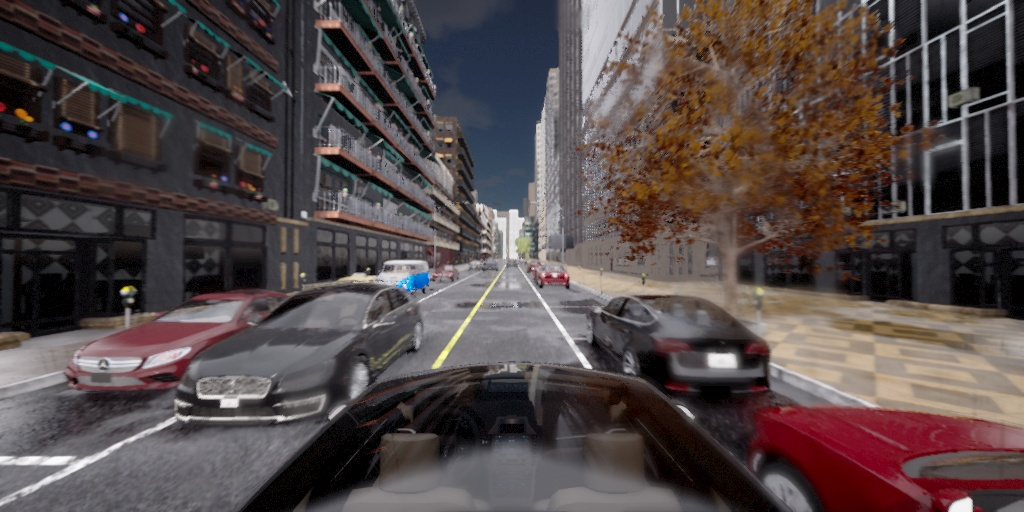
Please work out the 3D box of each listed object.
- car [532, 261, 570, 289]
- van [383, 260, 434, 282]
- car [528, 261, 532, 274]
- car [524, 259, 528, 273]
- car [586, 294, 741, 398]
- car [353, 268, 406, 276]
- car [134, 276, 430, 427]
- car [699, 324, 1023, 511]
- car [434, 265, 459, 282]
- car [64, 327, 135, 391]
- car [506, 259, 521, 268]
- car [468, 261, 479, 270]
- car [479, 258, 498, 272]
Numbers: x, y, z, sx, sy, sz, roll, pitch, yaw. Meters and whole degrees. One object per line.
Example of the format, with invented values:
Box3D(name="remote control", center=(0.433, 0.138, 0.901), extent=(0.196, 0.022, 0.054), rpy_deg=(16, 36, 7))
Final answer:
Box3D(name="car", center=(2.560, 1.213, 23.422), extent=(1.967, 1.591, 4.097), rpy_deg=(0, 0, 0))
Box3D(name="van", center=(-5.320, 1.109, 18.020), extent=(1.690, 1.789, 3.998), rpy_deg=(0, 0, 0))
Box3D(name="car", center=(2.559, 1.324, 29.075), extent=(1.888, 1.381, 4.507), rpy_deg=(0, 0, 0))
Box3D(name="car", center=(2.740, 1.319, 42.880), extent=(1.812, 1.442, 4.674), rpy_deg=(0, 0, 0))
Box3D(name="car", center=(2.564, 1.321, 6.464), extent=(1.948, 1.339, 4.313), rpy_deg=(0, 0, 0))
Box3D(name="car", center=(-5.318, 1.287, 12.203), extent=(1.751, 1.417, 4.829), rpy_deg=(0, 0, 0))
Box3D(name="car", center=(-2.853, 1.262, 6.055), extent=(1.837, 1.490, 4.892), rpy_deg=(0, -1, 0))
Box3D(name="car", center=(2.565, 1.294, 0.811), extent=(1.888, 1.381, 4.507), rpy_deg=(0, 0, 0))
Box3D(name="car", center=(-5.322, 1.361, 29.313), extent=(1.802, 1.307, 4.207), rpy_deg=(0, 0, 0))
Box3D(name="car", center=(-5.317, 1.338, 6.727), extent=(1.802, 1.307, 4.207), rpy_deg=(0, 0, 0))
Box3D(name="car", center=(0.013, 1.302, 61.219), extent=(2.128, 1.511, 4.902), rpy_deg=(0, 0, 1))
Box3D(name="car", center=(-5.327, 1.353, 51.899), extent=(2.007, 1.370, 4.403), rpy_deg=(0, 0, 0))
Box3D(name="car", center=(-2.840, 1.362, 47.587), extent=(1.994, 1.385, 4.181), rpy_deg=(0, 0, 0))
